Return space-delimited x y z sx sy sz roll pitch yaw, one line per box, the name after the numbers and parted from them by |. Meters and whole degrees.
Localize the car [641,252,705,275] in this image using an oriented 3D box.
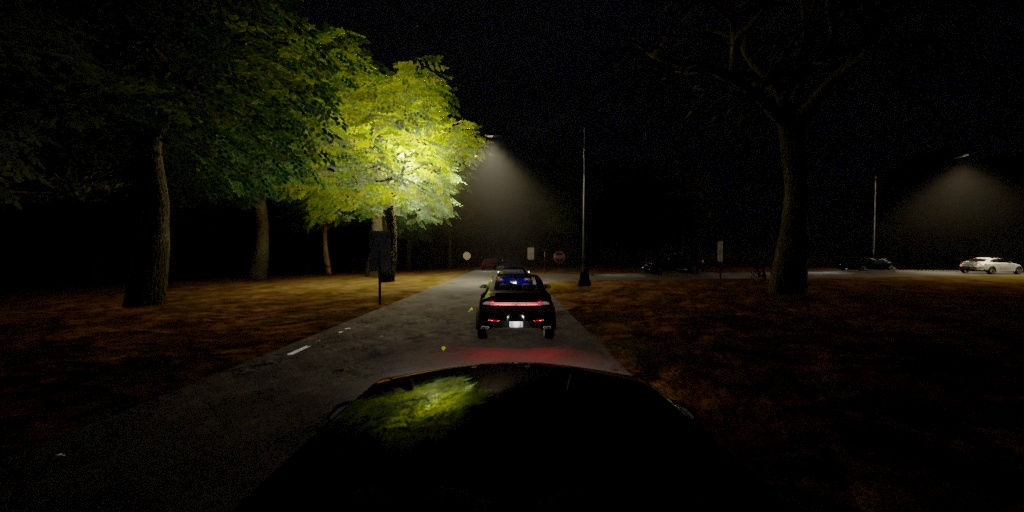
15.012 0.704 33.513 5.566 2.045 2.150 -1 1 1 | car

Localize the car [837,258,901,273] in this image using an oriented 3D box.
33.800 0.868 34.014 4.718 1.301 1.895 0 1 -5 | car

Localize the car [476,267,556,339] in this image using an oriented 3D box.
0.095 1.233 10.031 2.128 1.511 4.902 0 0 0 | car

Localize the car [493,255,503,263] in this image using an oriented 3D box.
-3.046 1.057 64.016 1.812 1.442 4.674 0 0 0 | car

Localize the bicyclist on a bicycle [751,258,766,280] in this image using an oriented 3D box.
18.552 1.009 27.024 0.582 1.620 1.656 -1 0 0 | bicyclist on a bicycle

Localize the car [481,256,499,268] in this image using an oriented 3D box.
-3.073 1.094 47.789 1.882 1.535 5.008 1 0 0 | car

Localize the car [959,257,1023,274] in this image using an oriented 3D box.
42.306 0.850 31.744 4.674 1.442 1.812 0 1 -8 | car

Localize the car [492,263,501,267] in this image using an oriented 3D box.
0.089 1.286 20.013 1.994 1.385 4.181 0 0 0 | car
